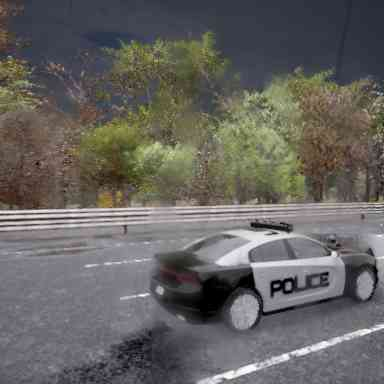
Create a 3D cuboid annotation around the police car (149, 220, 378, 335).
[{"bbox_3d":[1.728,1.428,6.769,5.238,1.638,1.930,0,0,-29],"label":"police car"}]
